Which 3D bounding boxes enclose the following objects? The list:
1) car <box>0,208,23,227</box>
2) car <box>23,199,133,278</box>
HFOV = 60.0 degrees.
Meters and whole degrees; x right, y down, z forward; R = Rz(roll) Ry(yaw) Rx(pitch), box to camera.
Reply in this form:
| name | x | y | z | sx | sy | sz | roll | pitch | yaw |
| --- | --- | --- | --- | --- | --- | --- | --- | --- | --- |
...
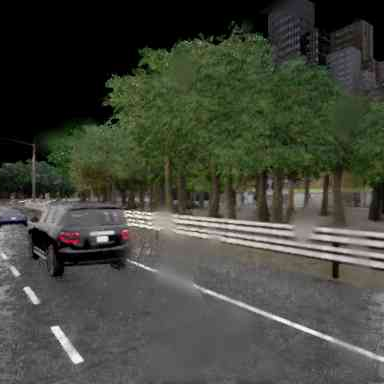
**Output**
| name | x | y | z | sx | sy | sz | roll | pitch | yaw |
| --- | --- | --- | --- | --- | --- | --- | --- | --- | --- |
| car | -14.072 | 1.904 | 25.798 | 1.994 | 1.385 | 4.181 | 1 | -1 | -35 |
| car | -3.901 | 1.374 | 11.059 | 2.150 | 2.045 | 5.566 | 1 | -1 | -35 |
